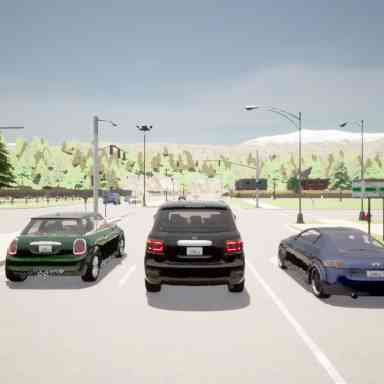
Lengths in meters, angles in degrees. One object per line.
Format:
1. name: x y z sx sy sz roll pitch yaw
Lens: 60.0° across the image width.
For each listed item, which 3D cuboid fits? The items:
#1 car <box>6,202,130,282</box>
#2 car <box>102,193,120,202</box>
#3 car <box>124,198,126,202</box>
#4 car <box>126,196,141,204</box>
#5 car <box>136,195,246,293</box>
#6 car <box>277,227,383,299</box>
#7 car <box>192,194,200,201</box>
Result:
1. car: -3.420 1.352 9.924 2.097 1.767 4.553 0 0 0
2. car: -14.381 1.219 59.566 2.150 2.045 5.566 0 0 1
3. car: -14.046 1.538 75.377 2.033 1.411 5.357 0 0 1
4. car: -10.796 1.525 63.450 1.812 1.442 4.674 0 0 1
5. car: 0.072 1.221 9.030 2.150 2.045 5.566 0 0 0
6. car: 3.575 1.564 8.485 1.994 1.385 4.181 0 0 0
7. car: 1.089 1.311 83.377 1.882 1.535 5.008 0 0 1
